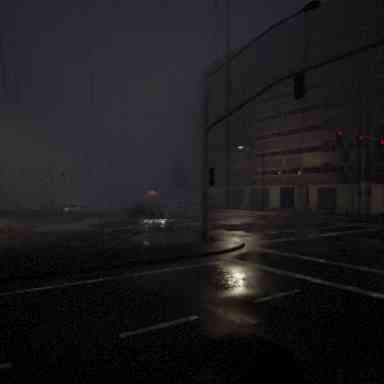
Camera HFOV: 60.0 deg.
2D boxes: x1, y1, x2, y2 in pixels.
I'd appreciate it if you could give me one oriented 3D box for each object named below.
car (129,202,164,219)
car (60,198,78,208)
[{"bbox_3d":[-4.432,1.718,31.532,1.812,1.442,4.674,1,1,-35],"label":"car"},{"bbox_3d":[-19.603,1.692,52.934,1.812,1.442,4.674,1,0,-35],"label":"car"}]
